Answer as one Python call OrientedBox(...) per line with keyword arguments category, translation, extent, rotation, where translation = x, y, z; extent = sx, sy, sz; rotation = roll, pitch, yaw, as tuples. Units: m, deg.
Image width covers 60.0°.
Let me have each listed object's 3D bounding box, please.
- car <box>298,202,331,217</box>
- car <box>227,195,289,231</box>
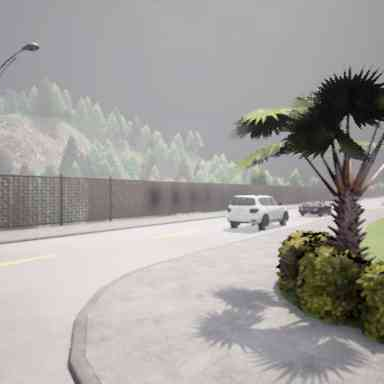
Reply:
OrientedBox(category="car", translation=(11.753, 1.608, 31.614), extent=(1.895, 1.301, 4.718), rotation=(0, 0, 36))
OrientedBox(category="car", translation=(4.287, 1.226, 21.192), extent=(2.150, 2.045, 5.566), rotation=(0, 0, 36))
